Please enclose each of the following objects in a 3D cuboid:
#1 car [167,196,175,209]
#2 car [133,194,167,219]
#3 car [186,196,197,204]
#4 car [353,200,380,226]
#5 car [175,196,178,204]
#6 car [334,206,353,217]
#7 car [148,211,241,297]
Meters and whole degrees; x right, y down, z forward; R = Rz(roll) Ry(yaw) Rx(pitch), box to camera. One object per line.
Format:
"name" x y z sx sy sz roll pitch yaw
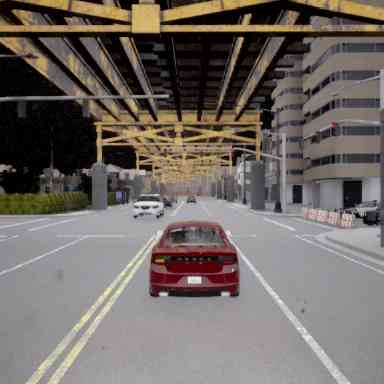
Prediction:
"car" -3.688 1.427 45.811 1.882 1.535 5.008 0 0 0
"car" -3.661 1.193 28.743 2.150 2.045 5.566 0 0 0
"car" -0.129 1.466 63.273 2.033 1.411 5.357 0 0 0
"car" 13.218 1.397 21.292 4.974 1.542 2.038 0 0 -20
"car" -3.628 1.491 62.849 1.994 1.385 4.181 0 0 0
"car" 13.583 1.233 25.430 4.536 1.218 1.853 0 0 25
"car" 0.055 1.468 8.598 1.882 1.535 5.008 0 0 0
